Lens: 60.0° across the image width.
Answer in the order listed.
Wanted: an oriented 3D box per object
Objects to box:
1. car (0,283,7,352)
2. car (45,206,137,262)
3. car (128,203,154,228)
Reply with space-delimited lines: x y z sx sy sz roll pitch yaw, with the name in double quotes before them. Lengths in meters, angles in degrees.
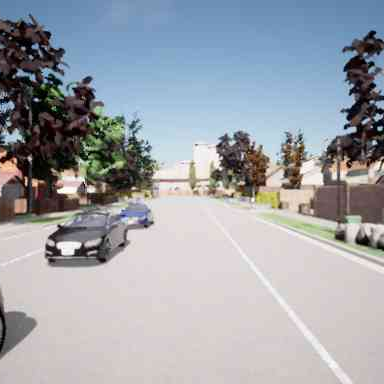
"car" -3.601 1.348 2.677 2.097 1.767 4.553 0 0 0
"car" -3.598 1.475 12.101 2.128 1.511 4.902 0 0 0
"car" -3.581 1.496 21.942 1.812 1.442 4.674 0 0 0
